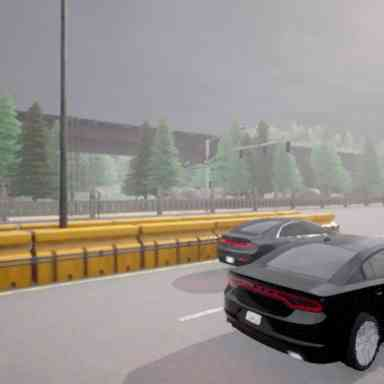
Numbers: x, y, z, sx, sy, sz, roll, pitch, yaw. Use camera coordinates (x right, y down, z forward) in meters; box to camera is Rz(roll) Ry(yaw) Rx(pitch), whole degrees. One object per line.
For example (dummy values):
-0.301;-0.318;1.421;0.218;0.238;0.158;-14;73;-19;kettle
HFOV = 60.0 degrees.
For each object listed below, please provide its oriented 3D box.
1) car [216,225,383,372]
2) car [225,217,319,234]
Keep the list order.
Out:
2.816;1.490;5.752;5.008;1.535;1.882;0;0;-35;car
2.969;1.524;10.164;4.892;1.490;1.837;0;0;-35;car
